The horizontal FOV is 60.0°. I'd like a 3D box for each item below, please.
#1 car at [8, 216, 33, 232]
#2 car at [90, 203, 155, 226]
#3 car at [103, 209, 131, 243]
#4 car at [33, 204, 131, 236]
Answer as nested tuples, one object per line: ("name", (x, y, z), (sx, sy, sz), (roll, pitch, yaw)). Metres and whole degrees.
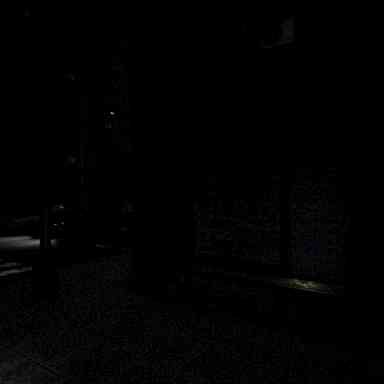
("car", (-8.190, 1.554, 19.706), (1.752, 1.417, 4.829), (0, 0, 36))
("car", (-4.940, 1.583, 24.246), (2.008, 1.369, 4.403), (0, 0, 36))
("car", (-1.570, 1.560, 15.166), (1.947, 1.339, 4.313), (0, 0, 36))
("car", (-5.870, 1.523, 18.581), (1.837, 1.490, 4.892), (0, 0, 35))
